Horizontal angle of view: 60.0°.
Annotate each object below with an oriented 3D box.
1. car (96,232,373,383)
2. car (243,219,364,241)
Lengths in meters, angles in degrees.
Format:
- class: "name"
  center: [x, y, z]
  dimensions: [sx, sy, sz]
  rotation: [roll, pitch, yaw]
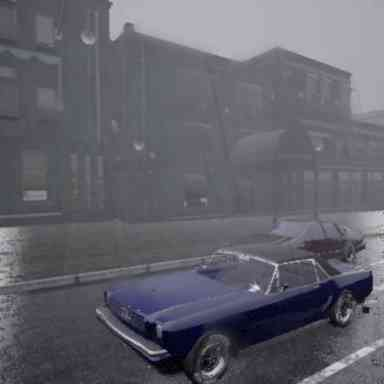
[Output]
- class: "car"
  center: [0.949, 1.625, 5.496]
  dimensions: [4.718, 1.301, 1.895]
  rotation: [0, 0, -36]
- class: "car"
  center: [3.588, 1.602, 10.875]
  dimensions: [5.357, 1.411, 2.033]
  rotation: [0, 0, -35]
